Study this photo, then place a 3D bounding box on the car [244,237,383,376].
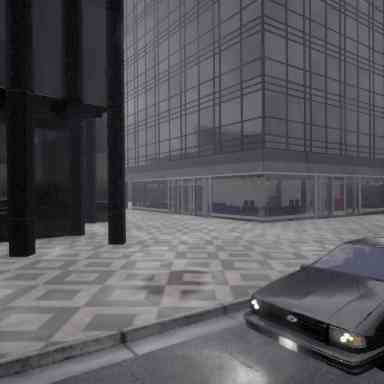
[{"bbox_3d":[3.396,1.547,5.781,5.357,1.411,2.033,0,0,-35],"label":"car"}]
